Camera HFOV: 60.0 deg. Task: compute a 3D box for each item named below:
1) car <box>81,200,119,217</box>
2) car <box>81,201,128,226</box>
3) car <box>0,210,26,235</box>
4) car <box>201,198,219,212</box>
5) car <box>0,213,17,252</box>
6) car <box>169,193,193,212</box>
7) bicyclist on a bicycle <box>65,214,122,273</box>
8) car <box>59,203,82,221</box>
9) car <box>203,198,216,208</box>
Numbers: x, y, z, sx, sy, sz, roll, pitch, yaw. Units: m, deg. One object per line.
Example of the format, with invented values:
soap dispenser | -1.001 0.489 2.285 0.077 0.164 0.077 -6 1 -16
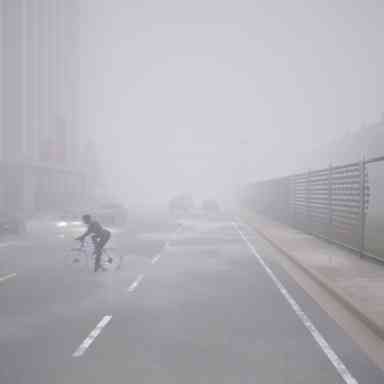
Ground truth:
car | -8.883 1.547 32.632 2.033 1.411 5.357 0 0 4
car | -5.894 1.506 23.704 1.837 1.490 4.892 0 0 3
car | -9.827 1.564 15.922 1.994 1.385 4.181 0 0 3
car | 2.135 1.564 39.337 1.994 1.385 4.181 0 0 3
car | -6.756 1.492 7.999 2.128 1.511 4.902 0 0 3
car | -1.414 1.352 38.610 2.097 1.767 4.553 0 0 3
bicyclist on a bicycle | -2.772 1.453 9.313 1.656 1.620 0.582 -1 0 3
car | -9.133 1.564 27.070 1.994 1.385 4.181 0 0 3
car | 2.654 1.601 49.364 1.895 1.301 4.718 0 0 4
